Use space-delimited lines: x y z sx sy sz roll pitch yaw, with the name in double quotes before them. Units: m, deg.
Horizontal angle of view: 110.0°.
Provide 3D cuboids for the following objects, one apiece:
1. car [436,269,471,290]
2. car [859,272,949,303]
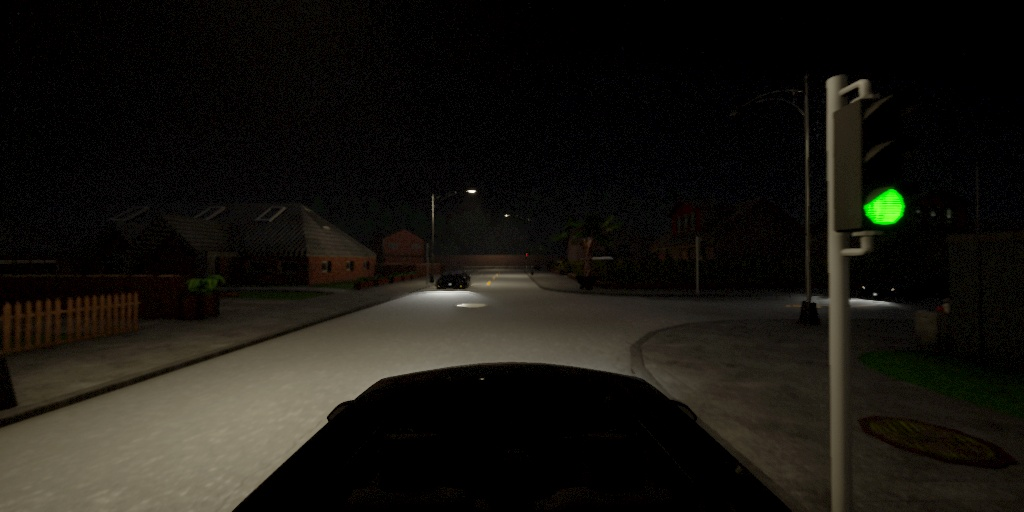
"car" -4.002 1.642 25.142 1.994 1.385 4.181 0 0 0
"car" 20.515 1.494 17.639 5.357 1.411 2.033 0 -1 0
